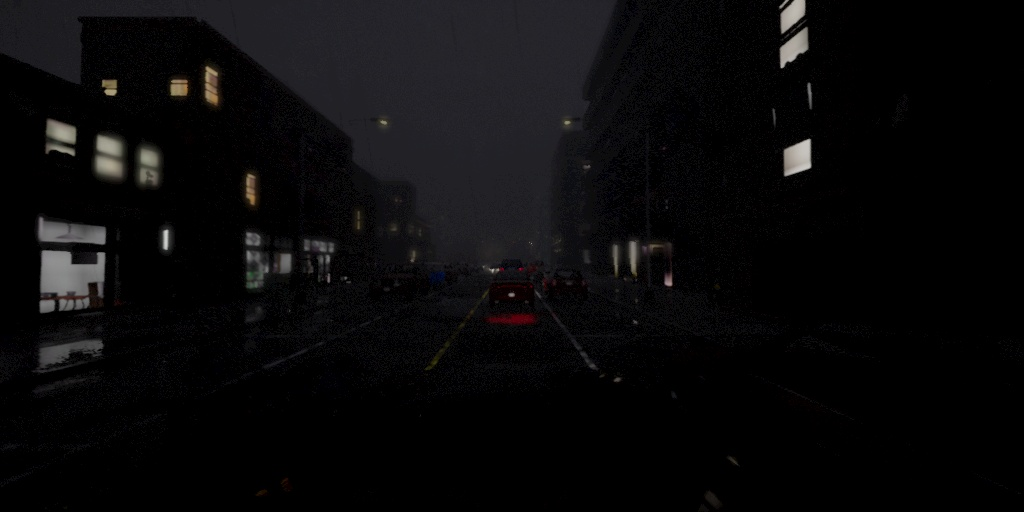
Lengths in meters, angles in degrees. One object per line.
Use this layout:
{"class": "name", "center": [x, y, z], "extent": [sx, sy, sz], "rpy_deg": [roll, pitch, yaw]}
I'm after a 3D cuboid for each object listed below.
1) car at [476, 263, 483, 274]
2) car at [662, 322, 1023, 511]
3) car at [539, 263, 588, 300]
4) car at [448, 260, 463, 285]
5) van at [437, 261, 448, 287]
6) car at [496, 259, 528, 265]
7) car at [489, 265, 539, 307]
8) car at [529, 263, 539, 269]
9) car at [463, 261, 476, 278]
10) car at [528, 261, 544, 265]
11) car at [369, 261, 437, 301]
{"class": "car", "center": [-5.730, 1.659, 51.244], "extent": [1.967, 1.591, 4.097], "rpy_deg": [0, 0, 0]}
{"class": "car", "center": [2.692, 1.198, 2.581], "extent": [1.967, 1.591, 4.097], "rpy_deg": [0, 0, 0]}
{"class": "car", "center": [2.678, 1.353, 18.802], "extent": [1.967, 1.591, 4.097], "rpy_deg": [0, 0, 0]}
{"class": "car", "center": [-5.711, 1.331, 29.616], "extent": [2.192, 1.841, 5.009], "rpy_deg": [0, 0, 0]}
{"class": "van", "center": [-5.707, 1.306, 24.209], "extent": [1.690, 1.789, 3.998], "rpy_deg": [0, 0, 0]}
{"class": "car", "center": [-0.023, 1.245, 30.889], "extent": [2.150, 2.045, 5.566], "rpy_deg": [0, 0, 0]}
{"class": "car", "center": [-0.007, 1.368, 16.351], "extent": [1.882, 1.535, 5.008], "rpy_deg": [0, 0, 0]}
{"class": "car", "center": [2.669, 1.566, 29.616], "extent": [2.007, 1.370, 4.403], "rpy_deg": [0, 0, 0]}
{"class": "car", "center": [-5.721, 1.433, 40.430], "extent": [2.192, 1.841, 5.009], "rpy_deg": [0, 0, 0]}
{"class": "car", "center": [2.660, 1.432, 40.430], "extent": [2.192, 1.841, 5.009], "rpy_deg": [0, 0, 0]}
{"class": "car", "center": [-5.703, 1.228, 18.802], "extent": [2.192, 1.841, 5.009], "rpy_deg": [0, 0, 0]}
